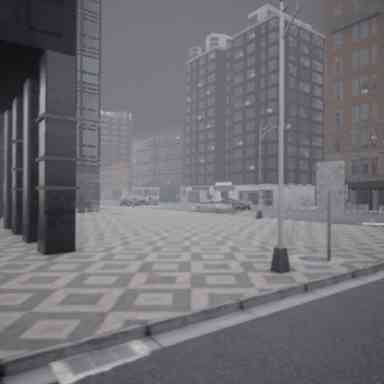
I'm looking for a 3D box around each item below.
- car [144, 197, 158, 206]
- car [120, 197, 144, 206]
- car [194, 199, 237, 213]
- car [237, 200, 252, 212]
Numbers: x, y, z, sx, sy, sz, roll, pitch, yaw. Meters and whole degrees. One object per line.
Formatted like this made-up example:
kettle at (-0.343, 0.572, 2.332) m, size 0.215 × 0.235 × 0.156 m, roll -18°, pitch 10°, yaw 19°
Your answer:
car at (-7.583, 1.590, 56.519) m, size 1.812 × 1.442 × 4.674 m, roll 1°, pitch -1°, yaw -36°
car at (-10.154, 1.550, 54.525) m, size 1.837 × 1.490 × 4.892 m, roll 1°, pitch -1°, yaw -36°
car at (2.358, 1.591, 37.011) m, size 1.895 × 1.301 × 4.718 m, roll 1°, pitch 0°, yaw -36°
car at (4.597, 1.565, 39.465) m, size 2.033 × 1.411 × 5.357 m, roll 1°, pitch 0°, yaw -36°
